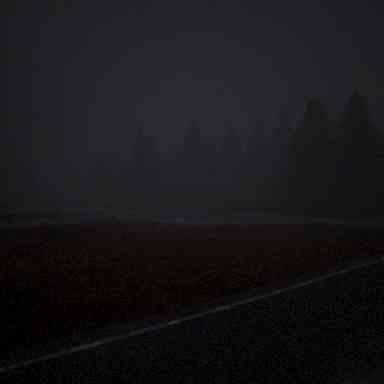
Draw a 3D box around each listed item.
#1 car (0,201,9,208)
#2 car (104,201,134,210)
[{"bbox_3d":[-31.057,1.843,52.097,1.994,1.381,4.181,0,-1,33],"label":"car"},{"bbox_3d":[-10.996,2.001,49.734,4.718,1.301,1.895,0,-1,34],"label":"car"}]
